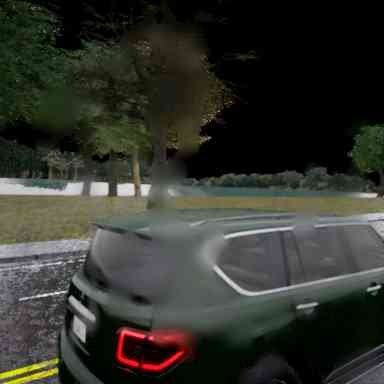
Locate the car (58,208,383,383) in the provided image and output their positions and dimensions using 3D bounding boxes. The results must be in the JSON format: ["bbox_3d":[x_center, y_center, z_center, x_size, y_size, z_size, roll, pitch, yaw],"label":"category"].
[{"bbox_3d":[1.247,1.232,4.328,5.566,2.045,2.150,0,0,-36],"label":"car"}]
